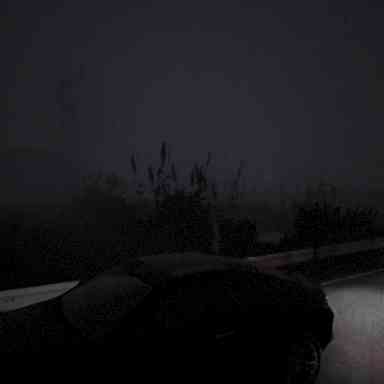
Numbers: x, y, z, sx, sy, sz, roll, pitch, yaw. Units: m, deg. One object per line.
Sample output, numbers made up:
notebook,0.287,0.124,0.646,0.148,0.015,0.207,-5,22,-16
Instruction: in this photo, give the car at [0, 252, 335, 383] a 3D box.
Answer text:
car,-0.383,1.483,3.665,4.674,1.442,1.812,0,1,-32
